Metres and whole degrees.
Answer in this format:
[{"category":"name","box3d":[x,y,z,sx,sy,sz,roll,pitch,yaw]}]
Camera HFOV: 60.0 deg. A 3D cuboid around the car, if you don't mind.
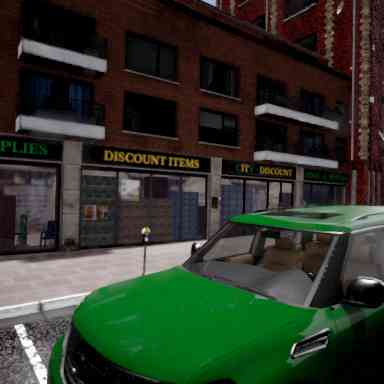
[{"category":"car","box3d":[1.354,1.224,3.913,5.566,2.045,2.150,0,0,-36]}]
